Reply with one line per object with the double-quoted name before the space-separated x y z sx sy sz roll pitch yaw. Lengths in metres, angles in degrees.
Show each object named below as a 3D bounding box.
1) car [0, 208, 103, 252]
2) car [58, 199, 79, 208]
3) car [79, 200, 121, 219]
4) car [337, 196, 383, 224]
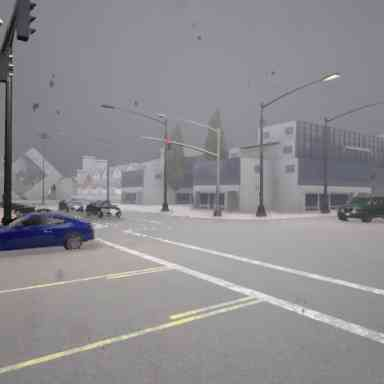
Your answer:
"car" -6.053 1.522 12.572 4.674 1.442 1.812 0 0 -36
"car" -13.651 1.499 37.373 2.128 1.511 4.902 1 0 -35
"car" -7.749 1.501 28.899 2.128 1.511 4.902 1 0 -35
"car" 14.155 1.382 27.045 5.566 2.045 2.150 0 0 -35
